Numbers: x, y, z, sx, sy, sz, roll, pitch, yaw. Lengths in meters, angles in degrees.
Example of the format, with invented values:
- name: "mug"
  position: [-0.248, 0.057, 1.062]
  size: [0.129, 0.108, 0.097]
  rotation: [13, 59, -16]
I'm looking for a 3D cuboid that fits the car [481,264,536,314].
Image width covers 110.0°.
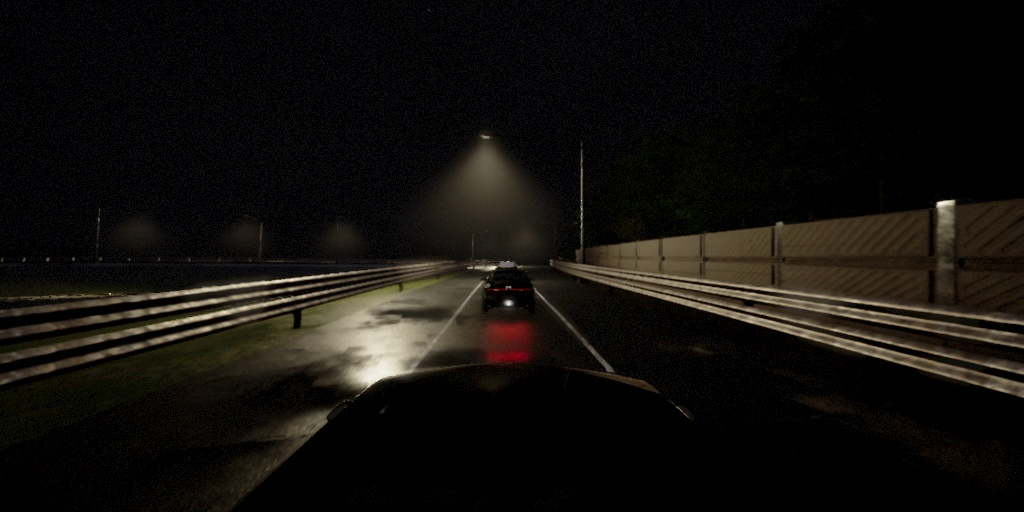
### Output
- name: "car"
  position: [-0.144, 1.244, 13.802]
  size: [1.837, 1.490, 4.892]
  rotation: [0, 0, -1]

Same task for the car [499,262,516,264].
- name: "car"
  position: [-0.331, 1.212, 29.072]
  size: [2.128, 1.511, 4.902]
  rotation: [0, 0, 1]
